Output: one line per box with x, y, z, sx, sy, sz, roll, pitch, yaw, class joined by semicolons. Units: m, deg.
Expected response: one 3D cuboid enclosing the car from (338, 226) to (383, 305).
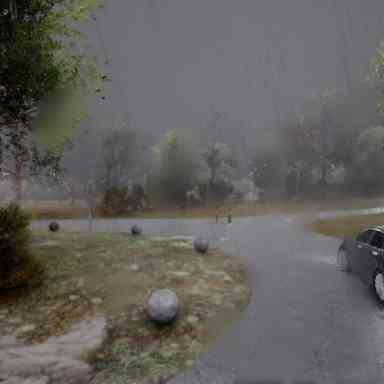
4.995;1.563;8.006;1.837;1.490;4.892;0;0;10;car
